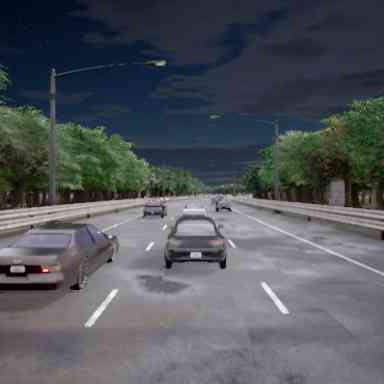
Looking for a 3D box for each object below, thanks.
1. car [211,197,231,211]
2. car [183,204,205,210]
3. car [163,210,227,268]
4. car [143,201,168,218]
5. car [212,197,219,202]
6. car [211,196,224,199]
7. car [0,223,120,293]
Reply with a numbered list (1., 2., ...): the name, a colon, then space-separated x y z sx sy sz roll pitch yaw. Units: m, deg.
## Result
1. car: 3.848 1.665 41.839 2.033 1.411 5.357 0 0 2
2. car: 0.201 1.667 29.152 1.895 1.301 4.718 0 0 1
3. car: 0.115 1.539 11.251 1.812 1.442 4.674 0 0 0
4. car: -3.277 1.562 30.486 2.128 1.511 4.902 0 0 1
5. car: 6.376 2.044 91.372 1.837 1.490 4.892 0 -1 5
6. car: 4.755 1.835 65.617 2.033 1.411 5.357 0 -1 3
7. car: -3.398 1.557 8.995 2.033 1.411 5.357 0 0 0
